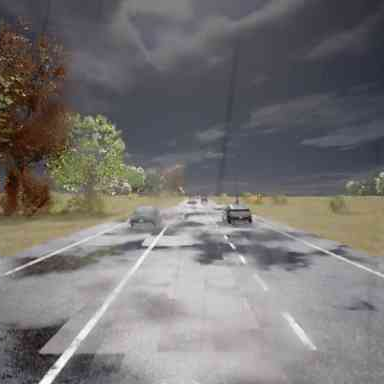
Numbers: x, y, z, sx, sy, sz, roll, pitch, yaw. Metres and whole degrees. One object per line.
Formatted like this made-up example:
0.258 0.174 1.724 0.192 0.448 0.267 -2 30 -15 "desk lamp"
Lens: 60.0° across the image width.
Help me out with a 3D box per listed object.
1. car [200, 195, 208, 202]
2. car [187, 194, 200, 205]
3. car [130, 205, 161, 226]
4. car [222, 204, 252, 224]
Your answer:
3.522 2.136 95.096 1.837 1.490 4.892 0 0 0 "car"
0.016 1.840 72.421 2.097 1.767 4.553 0 0 0 "car"
-3.384 1.698 24.924 1.812 1.442 4.674 0 0 1 "car"
3.506 1.665 26.235 2.128 1.511 4.902 0 0 0 "car"
